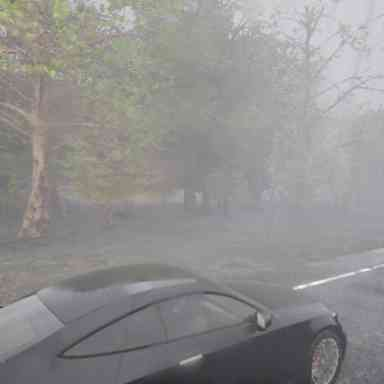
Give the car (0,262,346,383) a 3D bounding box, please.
[{"bbox_3d":[-0.289,1.526,3.540,4.674,1.442,1.812,0,0,-36],"label":"car"}]
